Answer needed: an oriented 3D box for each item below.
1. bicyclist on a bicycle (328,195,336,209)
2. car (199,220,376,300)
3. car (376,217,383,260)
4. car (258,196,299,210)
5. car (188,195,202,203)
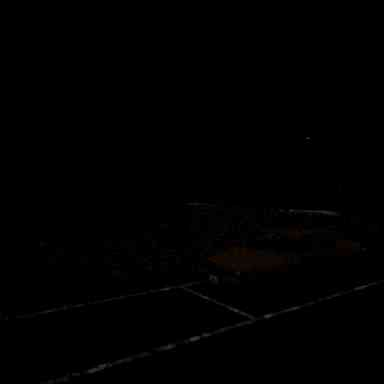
[{"bbox_3d":[16.405,1.151,38.940,1.656,1.620,0.582,0,0,-34],"label":"bicyclist on a bicycle"},{"bbox_3d":[2.432,1.525,8.389,4.829,1.417,1.752,0,1,-35],"label":"car"},{"bbox_3d":[7.196,1.545,11.688,4.507,1.381,1.887,0,1,-35],"label":"car"},{"bbox_3d":[9.754,1.241,37.615,1.882,1.535,5.008,1,0,-34],"label":"car"},{"bbox_3d":[-0.376,1.190,58.003,1.895,1.301,4.718,1,0,-34],"label":"car"}]
